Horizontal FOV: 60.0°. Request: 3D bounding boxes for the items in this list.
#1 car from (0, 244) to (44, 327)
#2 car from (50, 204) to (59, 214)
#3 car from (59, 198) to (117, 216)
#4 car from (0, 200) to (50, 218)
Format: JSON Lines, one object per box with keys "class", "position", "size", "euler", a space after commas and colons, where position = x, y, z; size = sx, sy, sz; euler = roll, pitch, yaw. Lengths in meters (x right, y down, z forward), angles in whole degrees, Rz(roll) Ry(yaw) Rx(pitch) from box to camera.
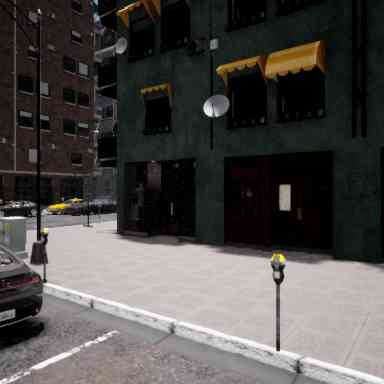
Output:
{"class": "car", "position": [-4.458, 1.551, 6.072], "size": [4.403, 1.369, 2.008], "euler": [0, 0, 36]}
{"class": "car", "position": [-10.874, 1.249, 30.522], "size": [1.752, 1.417, 4.829], "euler": [1, 1, 35]}
{"class": "car", "position": [-8.503, 1.265, 29.412], "size": [2.033, 1.411, 5.357], "euler": [0, 1, 35]}
{"class": "car", "position": [-13.974, 1.350, 26.105], "size": [2.008, 1.369, 4.403], "euler": [1, 1, 35]}
